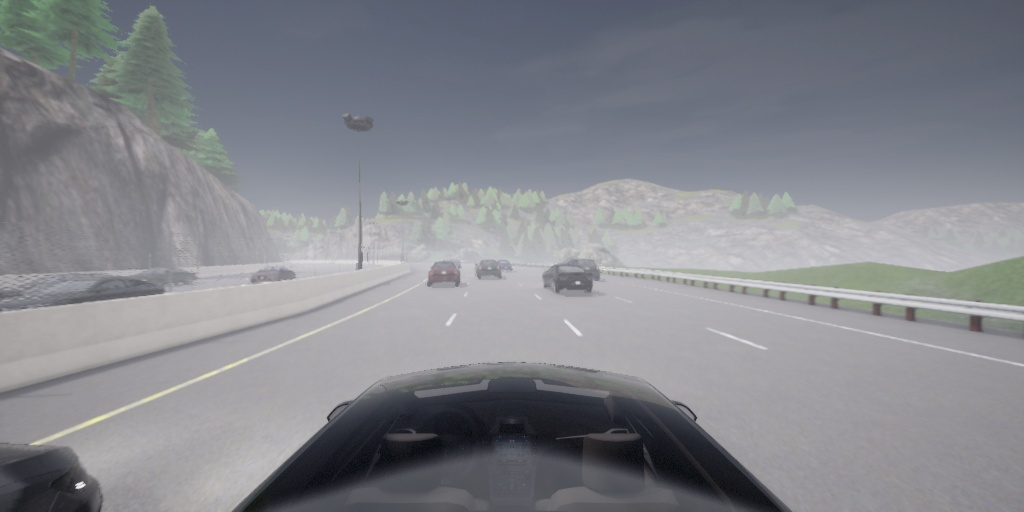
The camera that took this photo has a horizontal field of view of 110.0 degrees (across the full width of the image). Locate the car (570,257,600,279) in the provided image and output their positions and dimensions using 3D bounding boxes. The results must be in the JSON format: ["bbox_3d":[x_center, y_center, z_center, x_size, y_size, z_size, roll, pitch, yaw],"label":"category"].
[{"bbox_3d":[5.378,0.979,28.963,2.097,1.767,4.553,-1,0,-8],"label":"car"}]

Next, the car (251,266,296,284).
[{"bbox_3d":[-19.786,1.519,29.897,1.994,1.385,4.181,-1,0,-9],"label":"car"}]

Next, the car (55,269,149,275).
[{"bbox_3d":[-21.796,1.551,17.871,2.033,1.411,5.357,-1,0,-5],"label":"car"}]

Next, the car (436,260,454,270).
[{"bbox_3d":[-10.274,1.330,54.573,2.033,1.411,5.357,-1,0,-19],"label":"car"}]

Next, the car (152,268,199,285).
[{"bbox_3d":[-26.414,1.594,27.102,2.033,1.411,5.357,-1,0,-8],"label":"car"}]

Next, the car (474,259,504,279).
[{"bbox_3d":[-2.314,1.073,33.051,2.097,1.767,4.553,-1,0,-10],"label":"car"}]

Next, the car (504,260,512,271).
[{"bbox_3d":[-1.298,1.207,46.272,1.812,1.442,4.674,0,0,-14],"label":"car"}]

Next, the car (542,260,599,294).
[{"bbox_3d":[2.935,1.154,19.873,1.882,1.535,5.008,0,0,-6],"label":"car"}]

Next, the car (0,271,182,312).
[{"bbox_3d":[-14.405,1.444,12.287,1.812,1.442,4.674,-1,0,-3],"label":"car"}]

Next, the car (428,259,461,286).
[{"bbox_3d":[-4.776,1.118,25.731,2.097,1.767,4.553,-1,0,-8],"label":"car"}]
